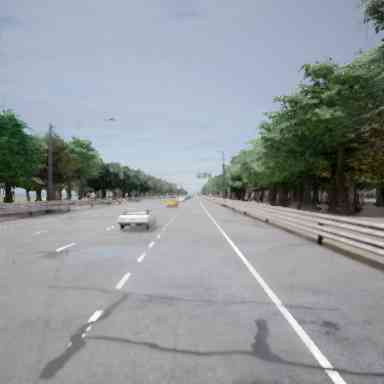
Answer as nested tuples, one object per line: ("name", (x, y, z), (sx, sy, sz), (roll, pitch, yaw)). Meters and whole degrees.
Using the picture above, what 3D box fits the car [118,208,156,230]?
("car", (-3.477, 1.677, 21.946), (1.895, 1.301, 4.718), (0, 0, 0))

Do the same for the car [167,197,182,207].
("car", (-3.313, 1.838, 58.830), (1.882, 1.535, 5.008), (0, 0, 0))
